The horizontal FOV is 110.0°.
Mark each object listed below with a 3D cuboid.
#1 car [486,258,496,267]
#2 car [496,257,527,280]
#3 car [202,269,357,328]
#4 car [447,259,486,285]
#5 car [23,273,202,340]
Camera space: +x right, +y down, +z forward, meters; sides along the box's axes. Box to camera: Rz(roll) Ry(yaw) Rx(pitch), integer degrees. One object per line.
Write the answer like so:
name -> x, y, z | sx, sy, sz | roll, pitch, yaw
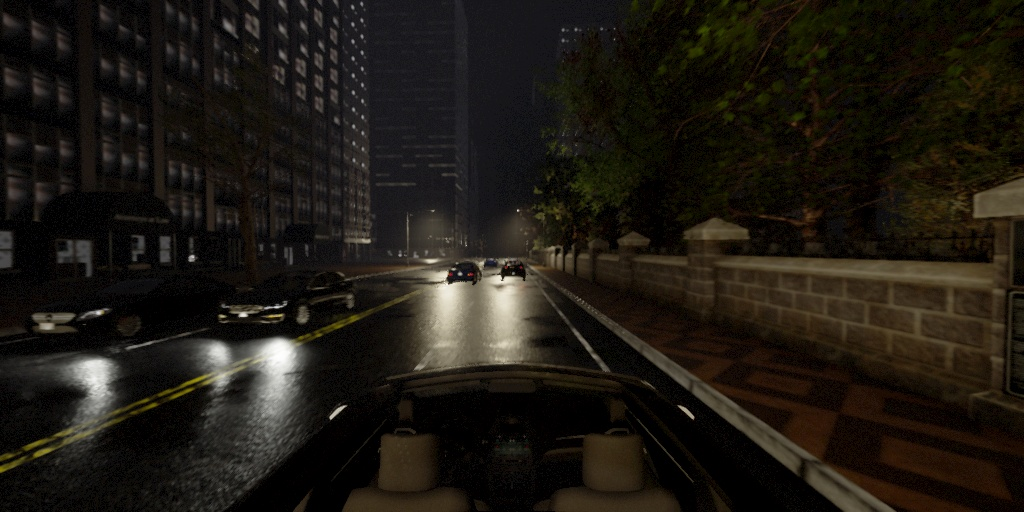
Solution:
car -> -3.136, 0.939, 54.216 | 1.994, 1.385, 4.181 | 0, 0, 0
car -> 0.107, 1.049, 28.223 | 2.128, 1.511, 4.902 | 0, 0, 0
car -> -6.576, 1.185, 11.208 | 1.837, 1.490, 4.892 | 0, 0, 0
car -> -3.144, 1.133, 24.265 | 2.033, 1.411, 5.357 | 0, 0, 0
car -> -9.832, 1.215, 9.917 | 1.812, 1.442, 4.674 | 0, 0, 0
